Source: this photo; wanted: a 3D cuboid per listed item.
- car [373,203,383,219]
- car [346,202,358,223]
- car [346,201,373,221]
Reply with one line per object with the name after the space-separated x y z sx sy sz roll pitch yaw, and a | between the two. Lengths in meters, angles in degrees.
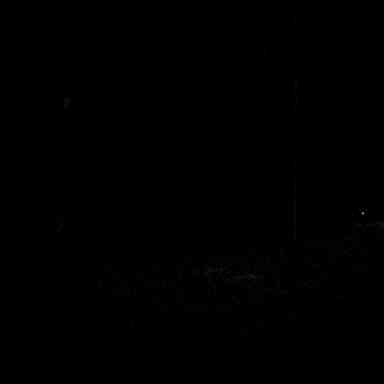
15.918 1.580 29.054 1.947 1.339 4.313 0 0 -35 | car
9.380 1.539 24.399 1.947 1.339 4.313 0 0 -35 | car
10.918 1.209 26.619 2.150 2.045 5.566 0 0 -35 | car
